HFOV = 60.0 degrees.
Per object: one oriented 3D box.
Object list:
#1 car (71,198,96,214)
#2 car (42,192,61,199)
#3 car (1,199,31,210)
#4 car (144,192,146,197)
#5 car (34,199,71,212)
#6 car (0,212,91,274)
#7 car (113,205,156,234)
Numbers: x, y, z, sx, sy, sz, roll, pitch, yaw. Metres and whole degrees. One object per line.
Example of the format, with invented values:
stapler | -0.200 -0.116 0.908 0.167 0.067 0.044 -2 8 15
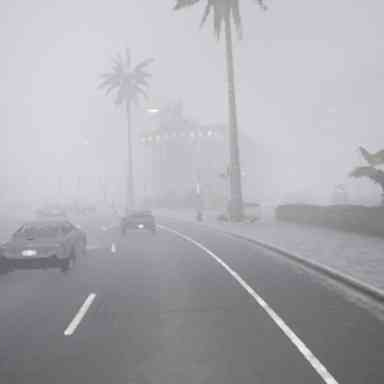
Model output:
car | -11.563 1.617 33.824 1.895 1.301 4.718 0 0 -40
car | -29.580 1.320 67.720 4.553 1.767 2.185 0 0 25
car | -23.087 1.628 43.551 4.181 1.385 1.994 0 0 31
car | -9.548 1.375 70.852 4.674 1.452 2.002 0 0 25
car | -12.442 1.591 29.194 1.994 1.385 4.181 0 0 -36
car | -4.637 1.574 10.738 1.994 1.385 4.181 0 0 -10
car | -3.375 1.497 19.228 1.837 1.490 4.892 0 0 -19
